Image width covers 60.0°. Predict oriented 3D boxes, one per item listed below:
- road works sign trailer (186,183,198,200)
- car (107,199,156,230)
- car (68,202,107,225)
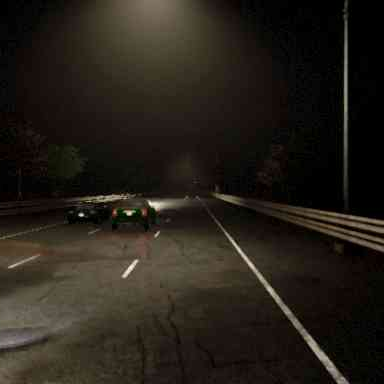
[{"bbox_3d":[0.012,-0.101,70.440,2.380,3.560,2.880,0,0,0],"label":"road works sign trailer"},{"bbox_3d":[-3.396,1.199,20.146,2.097,1.767,4.553,0,0,0],"label":"car"},{"bbox_3d":[-6.895,1.391,22.728,1.994,1.385,4.181,0,0,0],"label":"car"}]
